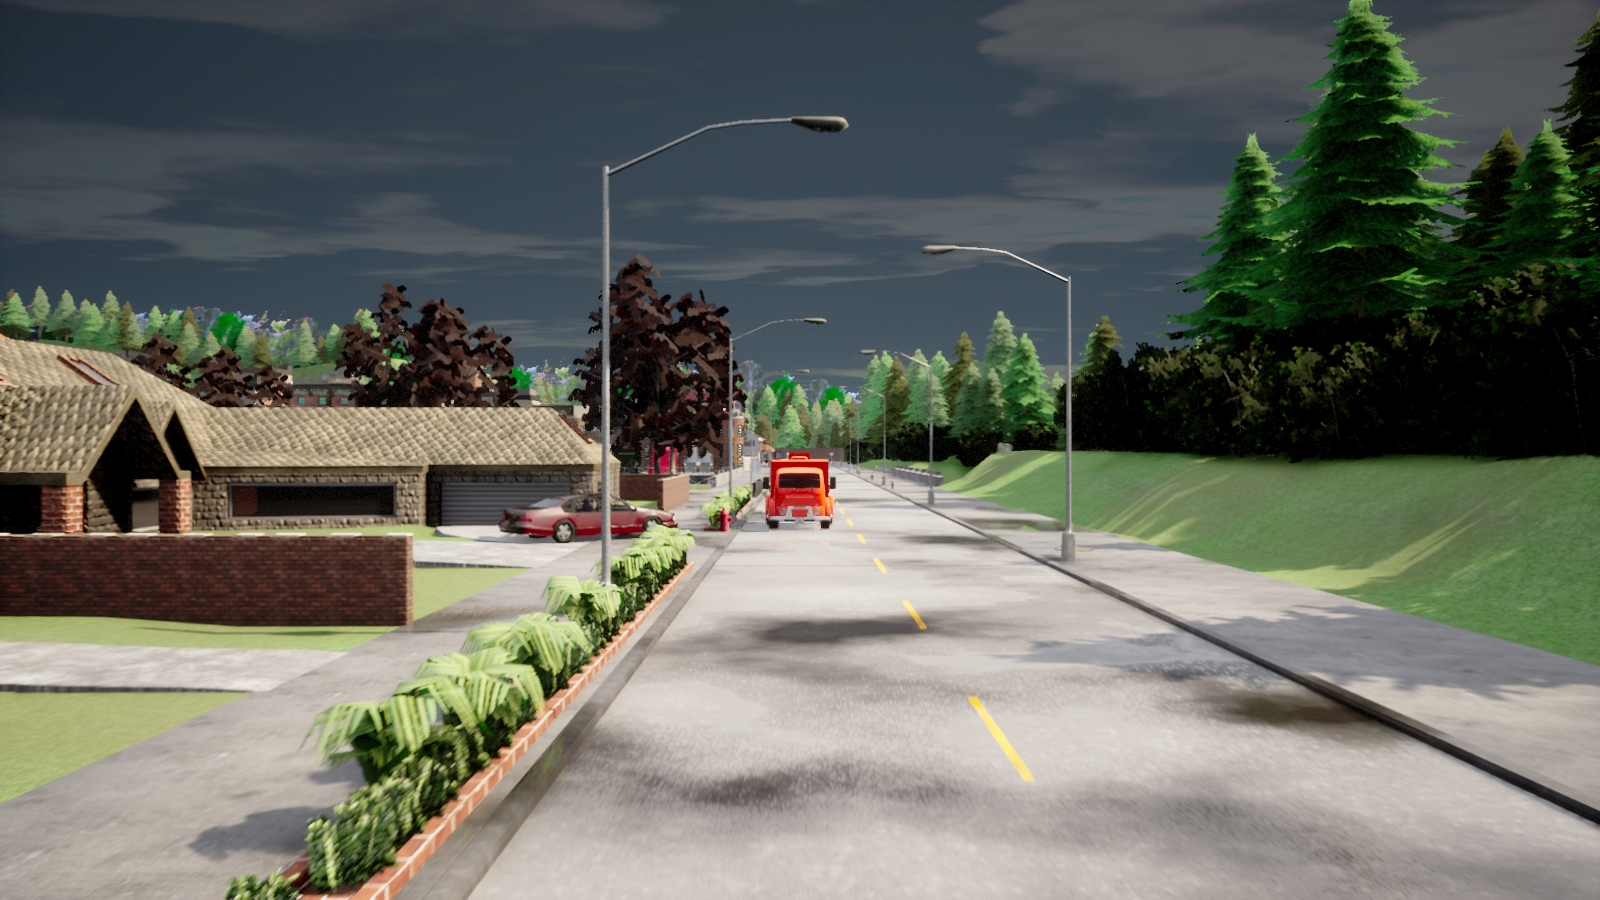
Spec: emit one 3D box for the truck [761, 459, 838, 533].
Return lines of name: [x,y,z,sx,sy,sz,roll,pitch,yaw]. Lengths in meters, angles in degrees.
truck: [-0.015,1.568,41.277,2.627,2.467,5.204,0,0,0]
